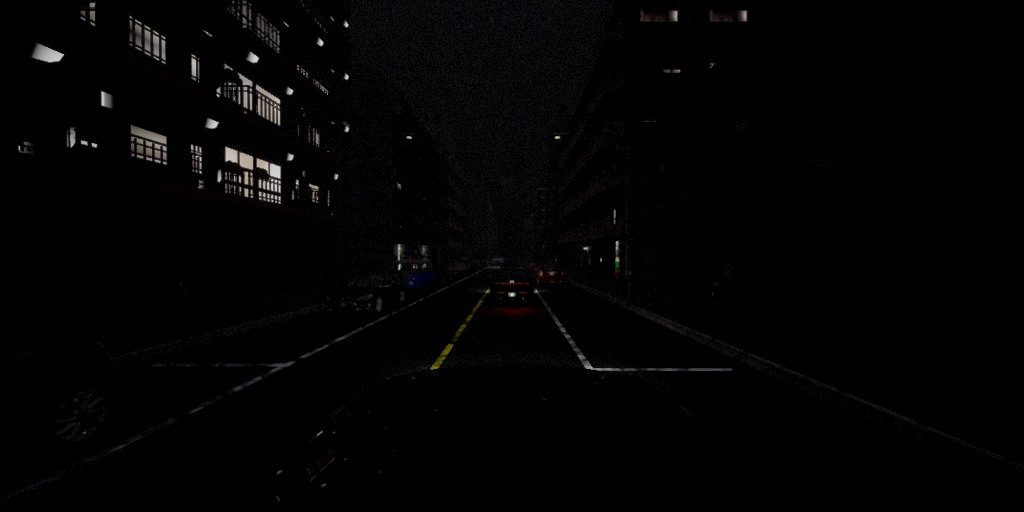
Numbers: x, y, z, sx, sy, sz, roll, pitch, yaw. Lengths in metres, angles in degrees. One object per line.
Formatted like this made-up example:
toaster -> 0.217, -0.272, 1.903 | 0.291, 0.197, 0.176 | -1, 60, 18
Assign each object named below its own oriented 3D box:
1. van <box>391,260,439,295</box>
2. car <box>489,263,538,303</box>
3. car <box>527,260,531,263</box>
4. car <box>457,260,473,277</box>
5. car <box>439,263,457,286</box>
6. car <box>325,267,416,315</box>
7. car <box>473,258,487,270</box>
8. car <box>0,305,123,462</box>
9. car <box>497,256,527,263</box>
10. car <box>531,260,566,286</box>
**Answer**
van -> -5.316, 1.086, 19.148 | 1.690, 1.789, 3.998 | 0, 0, 0
car -> 0.000, 1.263, 16.501 | 1.837, 1.490, 4.892 | 0, 0, 0
car -> 2.565, 1.321, 41.845 | 1.802, 1.307, 4.207 | 0, 0, 0
car -> -5.316, 1.266, 35.932 | 1.751, 1.417, 4.829 | 0, 0, 0
car -> -5.316, 1.309, 24.799 | 1.948, 1.339, 4.313 | 0, 0, 0
car -> -5.316, 1.297, 13.497 | 2.007, 1.370, 4.403 | 0, 0, 0
car -> -5.316, 1.286, 53.056 | 2.007, 1.370, 4.403 | 0, 0, 0
car -> -5.316, 1.189, 2.194 | 1.967, 1.591, 4.097 | 0, 0, 0
car -> 0.000, 1.109, 31.472 | 2.097, 1.767, 4.553 | 0, 0, 0
car -> 2.565, 1.183, 24.853 | 1.967, 1.591, 4.097 | 0, 0, 0
